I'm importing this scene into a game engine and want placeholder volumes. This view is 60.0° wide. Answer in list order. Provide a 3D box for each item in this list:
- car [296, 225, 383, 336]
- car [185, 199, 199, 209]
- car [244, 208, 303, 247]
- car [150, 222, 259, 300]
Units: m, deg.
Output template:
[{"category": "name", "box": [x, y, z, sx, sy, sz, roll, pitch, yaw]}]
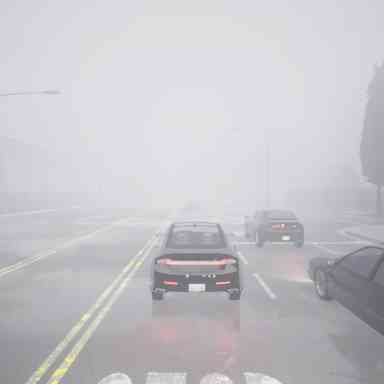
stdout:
[{"category": "car", "box": [3.587, 1.547, 5.312, 2.033, 1.411, 5.357, 0, 0, 0]}, {"category": "car", "box": [-0.008, 1.601, 44.132, 1.895, 1.301, 4.718, 0, 0, 0]}, {"category": "car", "box": [3.563, 1.505, 15.058, 1.837, 1.490, 4.892, 0, 0, 0]}, {"category": "car", "box": [0.080, 1.492, 8.357, 2.128, 1.511, 4.902, 0, 0, 0]}]
